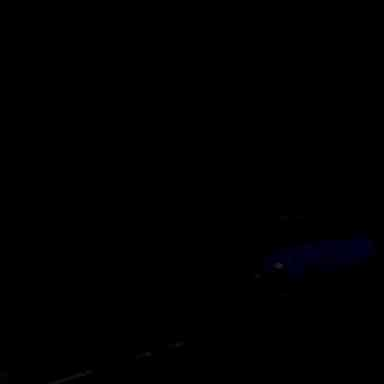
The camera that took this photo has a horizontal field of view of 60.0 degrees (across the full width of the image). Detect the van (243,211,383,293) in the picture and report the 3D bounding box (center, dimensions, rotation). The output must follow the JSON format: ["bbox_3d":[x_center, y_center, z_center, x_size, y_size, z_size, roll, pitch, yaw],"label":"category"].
[{"bbox_3d":[3.181,1.418,8.828,3.998,1.788,1.690,1,0,-35],"label":"van"}]
